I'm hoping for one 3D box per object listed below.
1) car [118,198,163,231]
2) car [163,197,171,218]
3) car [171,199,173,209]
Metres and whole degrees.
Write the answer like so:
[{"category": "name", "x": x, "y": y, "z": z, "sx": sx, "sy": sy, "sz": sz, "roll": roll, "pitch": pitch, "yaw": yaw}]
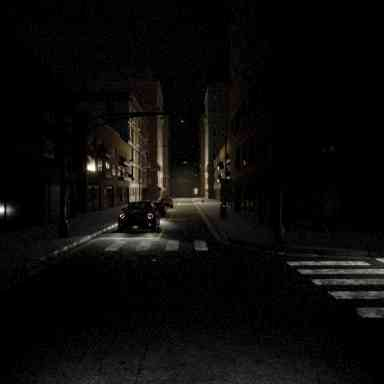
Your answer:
[{"category": "car", "x": -3.158, "y": 1.348, "z": 20.462, "sx": 2.097, "sy": 1.767, "sz": 4.553, "roll": 0, "pitch": 0, "yaw": -1}, {"category": "car", "x": -3.332, "y": 1.482, "z": 30.449, "sx": 2.128, "sy": 1.511, "sz": 4.902, "roll": 0, "pitch": 0, "yaw": -1}, {"category": "car", "x": -3.533, "y": 1.457, "z": 44.946, "sx": 1.882, "sy": 1.535, "sz": 5.008, "roll": 0, "pitch": 1, "yaw": 0}]
